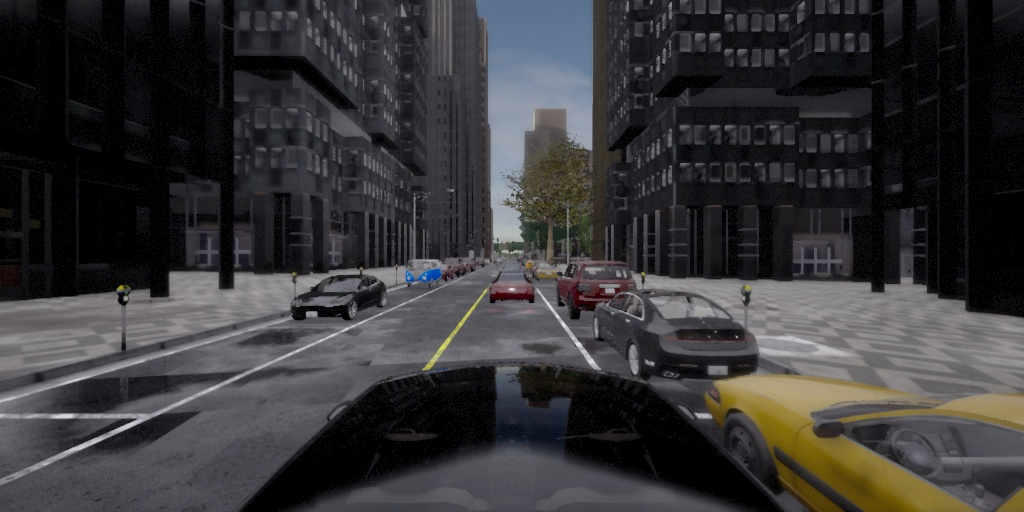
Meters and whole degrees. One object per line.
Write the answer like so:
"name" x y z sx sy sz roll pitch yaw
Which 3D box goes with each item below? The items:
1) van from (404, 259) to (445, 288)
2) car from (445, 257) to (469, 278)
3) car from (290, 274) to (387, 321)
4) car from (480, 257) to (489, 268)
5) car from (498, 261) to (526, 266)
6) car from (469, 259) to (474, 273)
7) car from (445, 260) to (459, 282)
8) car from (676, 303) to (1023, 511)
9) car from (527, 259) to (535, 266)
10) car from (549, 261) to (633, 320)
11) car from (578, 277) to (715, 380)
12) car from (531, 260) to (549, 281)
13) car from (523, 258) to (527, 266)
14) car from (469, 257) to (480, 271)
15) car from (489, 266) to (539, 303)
"van" -5.763 1.091 23.522 1.690 1.789 3.998 0 0 0
"car" -5.763 1.066 34.548 2.192 1.841 5.009 0 0 0
"car" -5.763 1.315 12.497 1.948 1.339 4.313 0 0 0
"car" -5.762 1.072 62.111 2.192 1.841 5.009 0 0 0
"car" 0.000 1.369 31.530 1.895 1.301 4.718 0 0 0
"car" -5.762 1.297 40.060 1.888 1.381 4.507 0 0 0
"car" -5.762 1.296 29.035 1.888 1.381 4.507 0 0 0
"car" 2.763 1.274 1.644 1.751 1.417 4.829 0 0 0
"car" 2.763 1.192 34.553 1.967 1.591 4.097 0 0 0
"car" 2.763 1.064 12.500 2.192 1.841 5.009 0 0 0
"car" 2.763 1.299 6.987 2.007 1.370 4.403 0 0 0
"car" 2.763 1.276 29.210 1.751 1.417 4.829 0 0 0
"car" 3.000 1.233 51.875 1.882 1.535 5.008 0 0 0
"car" -5.763 1.068 45.573 2.192 1.841 5.009 0 0 0
"car" 0.000 1.323 16.500 1.994 1.385 4.181 0 0 0
